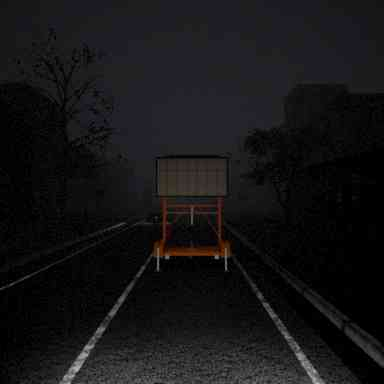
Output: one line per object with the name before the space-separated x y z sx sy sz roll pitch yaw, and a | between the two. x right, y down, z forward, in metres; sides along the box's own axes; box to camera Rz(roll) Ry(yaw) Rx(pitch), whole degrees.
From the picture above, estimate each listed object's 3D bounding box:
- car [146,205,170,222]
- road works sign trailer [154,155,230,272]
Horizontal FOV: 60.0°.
car | -2.996 1.916 30.255 1.812 1.442 4.674 0 -1 0
road works sign trailer | 0.001 0.567 11.182 2.380 3.560 2.880 0 -1 0
